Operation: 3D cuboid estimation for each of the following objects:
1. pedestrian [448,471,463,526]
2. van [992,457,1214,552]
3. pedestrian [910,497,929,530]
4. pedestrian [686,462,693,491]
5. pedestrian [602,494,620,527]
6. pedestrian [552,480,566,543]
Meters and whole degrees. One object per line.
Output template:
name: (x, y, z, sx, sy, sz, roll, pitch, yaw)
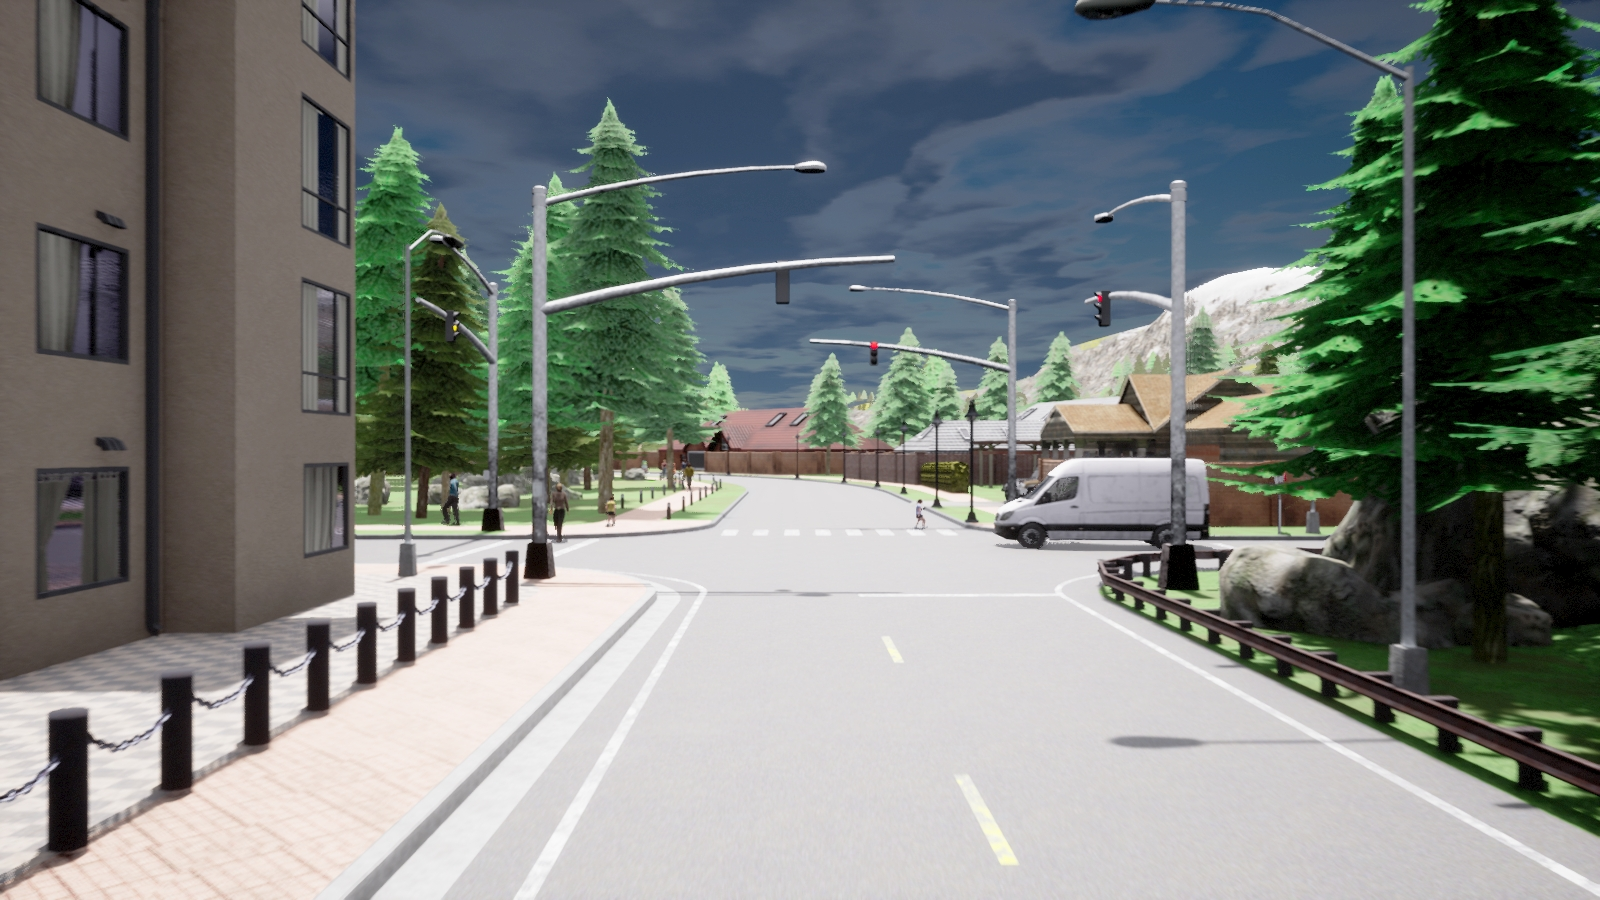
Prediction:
pedestrian: (-11.911, 1.675, 39.500, 0.375, 1.860, 0.375, 0, 0, 3)
van: (8.548, 1.513, 32.746, 5.915, 2.561, 1.988, 0, 0, 7)
pedestrian: (4.150, 2.197, 39.631, 0.500, 1.100, 0.500, 0, 0, -21)
pedestrian: (-6.949, 1.662, 71.722, 0.375, 1.860, 0.375, 0, 0, -1)
pedestrian: (-6.473, 2.057, 39.199, 0.500, 1.100, 0.500, 0, 0, 7)
pedestrian: (-7.204, 1.829, 34.192, 0.375, 1.860, 0.375, 0, 0, -6)
